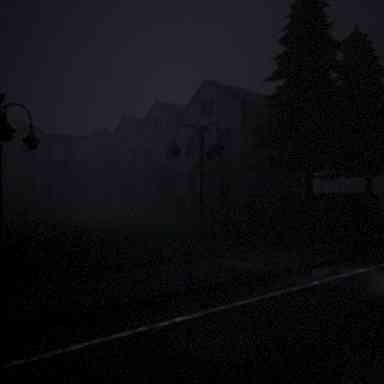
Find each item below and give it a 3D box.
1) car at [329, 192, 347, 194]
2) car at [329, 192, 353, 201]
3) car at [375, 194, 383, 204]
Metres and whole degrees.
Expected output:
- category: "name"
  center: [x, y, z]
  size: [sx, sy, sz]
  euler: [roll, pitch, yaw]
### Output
- category: "car"
  center: [32.045, 0.992, 74.198]
  size: [1.905, 1.878, 3.866]
  euler: [0, 0, -36]
- category: "car"
  center: [34.159, 1.009, 76.234]
  size: [1.932, 1.855, 4.605]
  euler: [0, 0, -36]
- category: "car"
  center: [29.310, 1.032, 50.777]
  size: [1.932, 1.855, 4.605]
  euler: [0, 0, -36]
